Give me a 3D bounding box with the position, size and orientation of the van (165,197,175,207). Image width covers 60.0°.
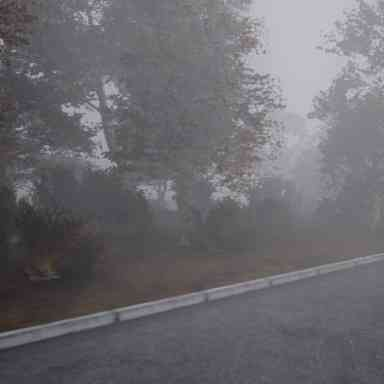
[{"bbox_3d":[-5.925,2.025,66.885,1.878,1.987,4.442,0,0,-36],"label":"van"}]

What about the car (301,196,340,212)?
[{"bbox_3d":[14.869,1.581,39.947,2.150,2.045,5.566,4,-4,-34],"label":"car"}]

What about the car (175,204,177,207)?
[{"bbox_3d":[-3.580,2.250,68.425,2.097,1.535,5.008,0,0,-36],"label":"car"}]

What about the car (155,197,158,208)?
[{"bbox_3d":[-8.120,2.127,65.134,2.185,1.767,4.553,0,0,-36],"label":"car"}]

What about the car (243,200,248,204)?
[{"bbox_3d":[10.099,2.244,78.206,2.097,1.535,5.008,0,0,-36],"label":"car"}]
